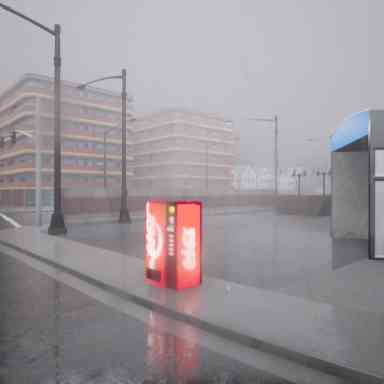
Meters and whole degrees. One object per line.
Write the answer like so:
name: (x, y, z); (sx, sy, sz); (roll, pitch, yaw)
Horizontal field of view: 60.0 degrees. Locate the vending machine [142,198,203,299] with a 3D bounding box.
vending machine: (-0.439, 1.195, 7.684); (1.100, 2.100, 0.880); (0, 0, -44)
